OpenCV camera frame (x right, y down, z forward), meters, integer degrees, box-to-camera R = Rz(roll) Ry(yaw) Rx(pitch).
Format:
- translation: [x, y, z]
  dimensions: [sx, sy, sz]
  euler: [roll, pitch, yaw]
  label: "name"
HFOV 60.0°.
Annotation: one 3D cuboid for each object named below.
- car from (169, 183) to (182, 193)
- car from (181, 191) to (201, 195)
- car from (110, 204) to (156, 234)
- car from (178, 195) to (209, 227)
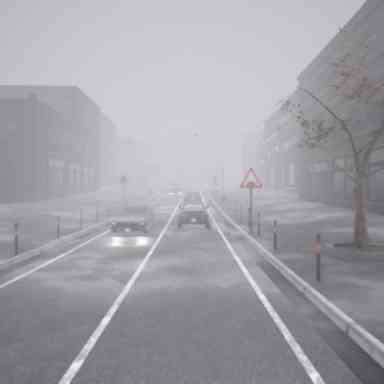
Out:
- translation: [-2.876, -0.845, 59.962]
  dimensions: [2.097, 1.767, 4.553]
  euler: [0, 3, 2]
  label: "car"
- translation: [0.087, 0.586, 38.830]
  dimensions: [1.994, 1.385, 4.181]
  euler: [0, 3, 0]
  label: "car"
- translation: [-3.105, 1.369, 18.611]
  dimensions: [2.033, 1.411, 5.357]
  euler: [0, 2, 0]
  label: "car"
- translation: [0.093, 1.259, 20.875]
  dimensions: [1.812, 1.442, 4.674]
  euler: [0, 3, 0]
  label: "car"
